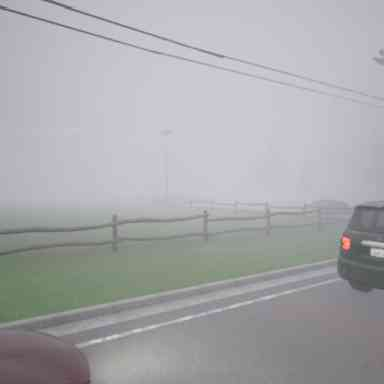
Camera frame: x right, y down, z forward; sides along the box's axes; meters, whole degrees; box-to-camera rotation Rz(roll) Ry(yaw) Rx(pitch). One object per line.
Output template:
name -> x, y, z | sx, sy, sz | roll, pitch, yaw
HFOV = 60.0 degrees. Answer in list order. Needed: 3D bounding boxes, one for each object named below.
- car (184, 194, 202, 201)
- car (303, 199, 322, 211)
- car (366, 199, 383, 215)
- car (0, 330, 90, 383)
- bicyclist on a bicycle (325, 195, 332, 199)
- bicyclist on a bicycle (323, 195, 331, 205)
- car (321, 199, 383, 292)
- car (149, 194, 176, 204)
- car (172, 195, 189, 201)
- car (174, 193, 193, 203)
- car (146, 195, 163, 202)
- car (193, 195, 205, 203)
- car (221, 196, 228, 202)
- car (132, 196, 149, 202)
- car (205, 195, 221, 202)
car -> 0.188, 1.381, 80.801 | 1.882, 1.535, 5.008 | 0, 0, -34
car -> 13.931, 1.477, 34.876 | 1.837, 1.490, 4.892 | 0, 0, -31
car -> 19.491, 1.475, 31.949 | 1.837, 1.490, 4.892 | 1, 0, -24
car -> -2.912, 1.527, 1.763 | 4.674, 1.442, 1.812 | 0, 0, -34
bicyclist on a bicycle -> 22.577, 1.259, 54.673 | 1.656, 1.620, 0.582 | 0, 0, -44
bicyclist on a bicycle -> 22.441, 1.259, 55.220 | 0.582, 1.620, 1.656 | 0, 0, 43
car -> 5.665, 1.214, 7.626 | 5.566, 2.045, 2.150 | 0, 0, -34
car -> -5.794, 1.464, 64.593 | 2.128, 1.511, 4.902 | 0, 0, -34
car -> -2.718, 1.406, 78.850 | 1.837, 1.490, 4.892 | 0, 0, -34
car -> -2.738, 1.191, 66.320 | 2.150, 2.045, 5.566 | 0, 0, -34
car -> -8.530, 1.470, 74.950 | 1.994, 1.385, 4.181 | 0, 0, -34
car -> 0.056, 1.492, 68.438 | 1.812, 1.442, 4.674 | 0, 0, -34
car -> 5.883, 1.484, 72.318 | 1.812, 1.442, 4.674 | 0, 0, -34
car -> -11.453, 1.515, 73.024 | 1.895, 1.301, 4.718 | 0, 0, -34
car -> 3.158, 1.503, 70.097 | 2.033, 1.411, 5.357 | 0, 0, -34
